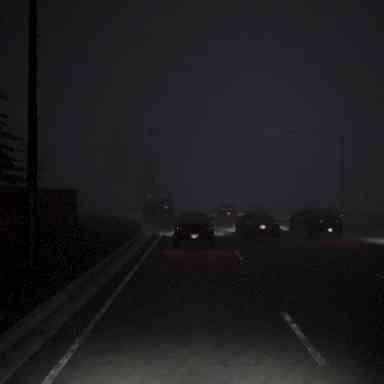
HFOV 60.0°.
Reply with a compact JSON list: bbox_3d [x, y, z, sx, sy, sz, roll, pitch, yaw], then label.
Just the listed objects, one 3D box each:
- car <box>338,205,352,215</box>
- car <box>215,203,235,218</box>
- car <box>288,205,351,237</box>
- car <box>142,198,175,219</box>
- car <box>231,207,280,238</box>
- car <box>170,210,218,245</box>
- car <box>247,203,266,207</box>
[{"bbox_3d":[14.102,1.968,33.531,1.895,1.301,4.718,0,-1,0],"label":"car"},{"bbox_3d":[3.602,1.890,35.192,1.837,1.490,4.892,0,-1,0],"label":"car"},{"bbox_3d":[7.101,1.719,19.503,1.837,1.490,4.892,0,-1,0],"label":"car"},{"bbox_3d":[-3.495,1.592,33.891,2.150,2.045,5.566,1,-1,-23],"label":"car"},{"bbox_3d":[3.600,1.771,18.888,1.994,1.385,4.181,0,-1,0],"label":"car"},{"bbox_3d":[0.100,1.706,16.389,1.812,1.442,4.674,0,-1,0],"label":"car"},{"bbox_3d":[7.088,1.921,36.130,1.812,1.442,4.674,0,-1,0],"label":"car"}]
